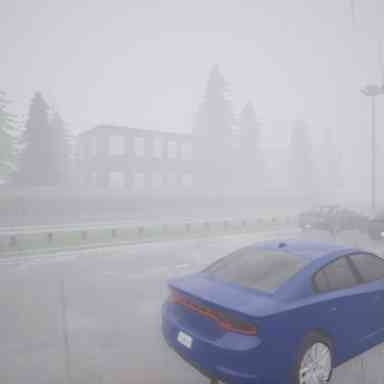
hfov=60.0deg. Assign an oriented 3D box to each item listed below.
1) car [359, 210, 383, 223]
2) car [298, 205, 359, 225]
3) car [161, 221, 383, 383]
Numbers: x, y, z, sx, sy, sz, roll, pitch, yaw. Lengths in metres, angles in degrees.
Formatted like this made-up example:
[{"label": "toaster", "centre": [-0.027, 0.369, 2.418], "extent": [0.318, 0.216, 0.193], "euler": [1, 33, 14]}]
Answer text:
[{"label": "car", "centre": [9.866, 1.479, 15.130], "extent": [4.892, 1.490, 1.837], "euler": [0, 0, -36]}, {"label": "car", "centre": [7.708, 1.466, 17.889], "extent": [4.902, 1.511, 2.128], "euler": [0, 0, -36]}, {"label": "car", "centre": [1.936, 1.471, 5.126], "extent": [5.008, 1.535, 1.882], "euler": [0, 0, -36]}]
